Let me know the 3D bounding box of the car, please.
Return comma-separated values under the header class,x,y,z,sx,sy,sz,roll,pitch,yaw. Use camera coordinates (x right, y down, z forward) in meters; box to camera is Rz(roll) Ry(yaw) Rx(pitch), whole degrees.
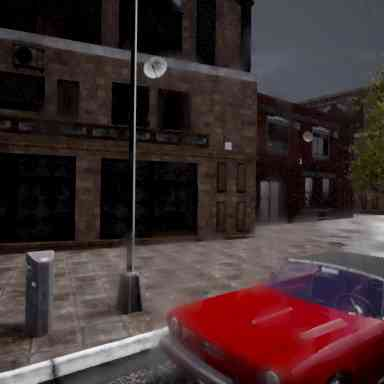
class,x,y,z,sx,sy,sz,roll,pitch,yaw
car,1.948,1.602,4.525,4.718,1.301,1.895,0,0,-36
